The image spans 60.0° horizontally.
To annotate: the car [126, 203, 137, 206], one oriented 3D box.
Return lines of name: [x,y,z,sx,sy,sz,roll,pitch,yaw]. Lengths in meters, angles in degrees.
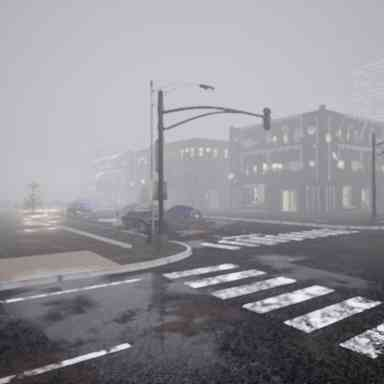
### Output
car: [-7.446,2.021,42.582,1.802,1.307,4.206,-1,0,-35]

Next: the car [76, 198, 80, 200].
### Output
car: [-20.272,1.993,60.634,2.192,1.841,5.009,-1,0,-35]

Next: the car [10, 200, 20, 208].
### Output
car: [-33.509,2.403,64.807,2.008,1.369,4.403,-1,0,-35]

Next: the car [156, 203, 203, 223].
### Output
car: [-0.921,1.814,28.949,1.812,1.442,4.674,0,0,-35]

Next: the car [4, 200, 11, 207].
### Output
car: [-39.921,2.407,73.831,1.967,1.590,4.097,-1,0,-35]

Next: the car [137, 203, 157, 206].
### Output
car: [-4.242,1.959,38.070,1.802,1.307,4.206,-1,0,-35]

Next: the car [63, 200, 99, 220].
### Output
car: [-11.077,1.876,33.216,1.967,1.590,4.097,-1,0,-35]

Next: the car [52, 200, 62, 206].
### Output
car: [-29.882,2.417,74.173,1.947,1.339,4.313,-1,0,-35]

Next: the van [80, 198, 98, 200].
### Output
van: [-17.066,1.961,56.121,1.690,1.788,3.998,-1,0,-35]

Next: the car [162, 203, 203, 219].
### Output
car: [-1.038,1.865,33.557,2.008,1.369,4.403,-1,0,-35]

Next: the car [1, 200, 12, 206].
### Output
car: [-46.328,2.624,82.857,1.887,1.381,4.507,-1,0,-35]

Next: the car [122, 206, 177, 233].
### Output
car: [-3.139,1.845,21.832,1.947,1.339,4.313,-1,0,-35]

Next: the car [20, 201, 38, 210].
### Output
car: [-27.001,2.261,55.642,1.752,1.417,4.829,-1,0,-35]
